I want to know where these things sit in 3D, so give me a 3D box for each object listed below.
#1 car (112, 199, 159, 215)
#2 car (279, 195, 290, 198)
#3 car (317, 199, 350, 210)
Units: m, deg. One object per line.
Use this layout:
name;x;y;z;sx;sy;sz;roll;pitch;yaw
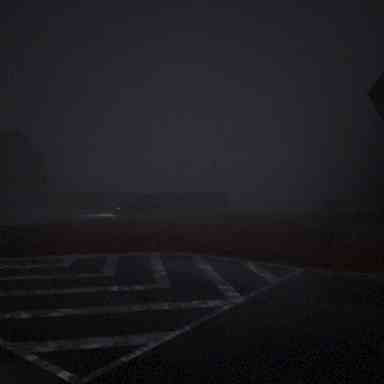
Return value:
car;-5.736;1.488;33.880;4.892;1.490;1.837;0;0;-37
car;25.088;1.654;90.393;2.242;1.667;4.611;0;0;35
car;18.696;1.596;44.100;4.674;1.442;1.812;0;0;-23
